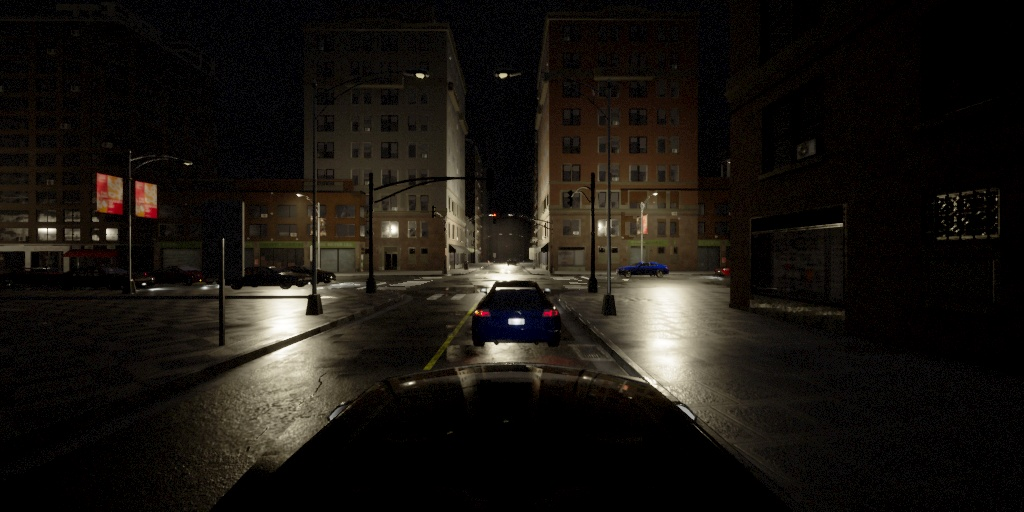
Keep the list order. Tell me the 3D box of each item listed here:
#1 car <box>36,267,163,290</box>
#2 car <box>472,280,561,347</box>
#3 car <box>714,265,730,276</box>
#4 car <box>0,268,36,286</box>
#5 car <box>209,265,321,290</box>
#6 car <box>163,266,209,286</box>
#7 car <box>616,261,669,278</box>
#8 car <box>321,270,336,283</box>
[{"bbox_3d":[-25.837,1.390,22.590,5.357,1.411,2.033,0,0,0],"label":"car"},{"bbox_3d":[0.096,1.314,9.355,1.994,1.385,4.181,0,0,0],"label":"car"},{"bbox_3d":[20.900,1.225,32.758,4.181,1.385,1.994,0,0,0],"label":"car"},{"bbox_3d":[-33.715,1.469,25.806,4.718,1.301,1.895,0,0,0],"label":"car"},{"bbox_3d":[-15.457,1.350,22.638,5.357,1.411,2.033,0,0,0],"label":"car"},{"bbox_3d":[-23.824,1.399,25.845,4.181,1.385,1.994,0,0,-1],"label":"car"},{"bbox_3d":[11.860,1.218,32.719,4.674,1.442,1.812,0,0,0],"label":"car"},{"bbox_3d":[-15.043,1.365,25.889,4.181,1.385,1.994,0,0,0],"label":"car"}]
